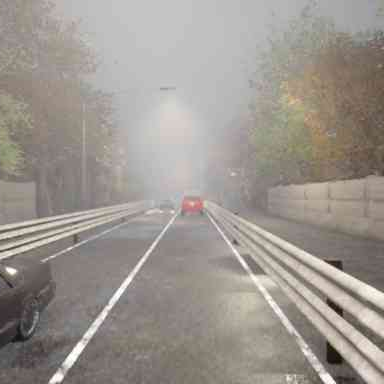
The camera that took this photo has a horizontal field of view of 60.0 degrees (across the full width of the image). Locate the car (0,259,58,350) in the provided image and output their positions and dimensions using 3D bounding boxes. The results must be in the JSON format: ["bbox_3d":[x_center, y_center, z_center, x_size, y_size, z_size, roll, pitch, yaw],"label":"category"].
[{"bbox_3d":[-3.350,1.549,3.734,2.033,1.411,5.357,0,0,0],"label":"car"}]

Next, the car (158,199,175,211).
[{"bbox_3d":[-3.305,1.682,44.393,1.837,1.490,4.892,0,-1,0],"label":"car"}]

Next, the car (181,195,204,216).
[{"bbox_3d":[0.025,1.297,33.573,2.150,2.045,5.566,0,0,0],"label":"car"}]
